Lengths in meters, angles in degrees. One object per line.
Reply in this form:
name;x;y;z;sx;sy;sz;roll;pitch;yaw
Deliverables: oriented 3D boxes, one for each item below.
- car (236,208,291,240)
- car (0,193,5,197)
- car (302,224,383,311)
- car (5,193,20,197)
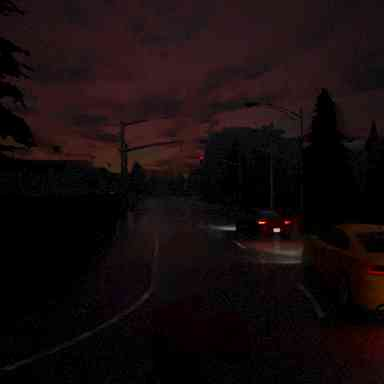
car;3.552;1.526;17.079;1.812;1.442;4.674;0;0;-5
car;-41.194;1.077;72.277;1.905;1.878;3.866;0;0;-5
car;4.003;1.478;7.765;1.882;1.535;5.008;0;0;6
car;-38.337;1.097;72.949;1.932;1.855;4.605;0;0;-5
